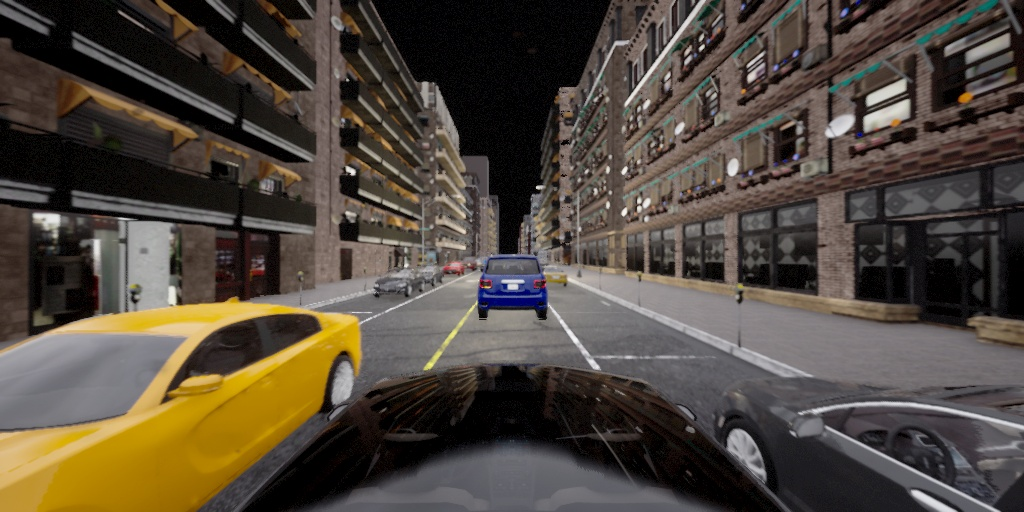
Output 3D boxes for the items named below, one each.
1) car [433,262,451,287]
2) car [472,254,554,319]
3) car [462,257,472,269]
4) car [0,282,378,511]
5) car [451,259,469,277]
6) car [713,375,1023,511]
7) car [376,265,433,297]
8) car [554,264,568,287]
[{"bbox_3d":[-5.690,1.275,24.119,2.007,1.370,4.403,0,0,0],"label":"car"},{"bbox_3d":[0.015,0.960,12.825,2.150,2.045,5.566,0,0,0],"label":"car"},{"bbox_3d":[-5.687,1.014,46.664,2.192,1.841,5.009,0,0,0],"label":"car"},{"bbox_3d":[-3.101,1.226,3.164,1.882,1.535,5.008,0,0,0],"label":"car"},{"bbox_3d":[-5.688,1.257,35.391,1.888,1.381,4.507,0,0,0],"label":"car"},{"bbox_3d":[2.689,1.301,1.569,2.007,1.370,4.403,0,0,0],"label":"car"},{"bbox_3d":[-5.690,1.282,18.482,2.007,1.370,4.403,0,0,0],"label":"car"},{"bbox_3d":[2.692,1.250,24.283,1.751,1.417,4.829,0,0,0],"label":"car"}]
